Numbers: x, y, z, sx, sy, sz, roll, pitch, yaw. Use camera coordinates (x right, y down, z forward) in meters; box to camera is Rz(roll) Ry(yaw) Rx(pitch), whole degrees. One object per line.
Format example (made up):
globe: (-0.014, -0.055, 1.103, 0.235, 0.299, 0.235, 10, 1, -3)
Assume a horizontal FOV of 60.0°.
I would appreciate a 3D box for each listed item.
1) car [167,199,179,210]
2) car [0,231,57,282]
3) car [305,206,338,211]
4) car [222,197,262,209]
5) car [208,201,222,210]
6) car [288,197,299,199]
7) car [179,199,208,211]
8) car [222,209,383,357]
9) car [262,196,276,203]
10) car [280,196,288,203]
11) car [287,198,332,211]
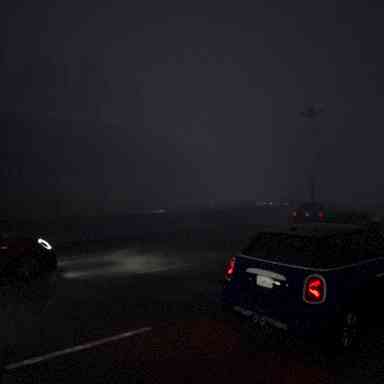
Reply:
car: (-1.517, 1.702, 44.601, 1.812, 1.442, 4.674, 0, 0, 29)
car: (-5.903, 1.390, 8.418, 4.553, 1.767, 2.097, 0, 0, -35)
car: (7.291, 1.561, 15.366, 1.837, 1.490, 4.892, 0, 0, 44)
car: (5.513, 1.615, 35.952, 1.882, 1.535, 5.008, 0, 0, 32)
car: (4.031, 1.720, 40.239, 1.994, 1.385, 4.181, 0, 0, 30)
car: (21.529, 1.806, 68.374, 1.994, 1.385, 4.181, 0, 0, 25)
car: (0.639, 1.726, 41.366, 1.994, 1.385, 4.181, 0, 0, 30)
car: (2.753, 1.376, 6.350, 4.553, 1.767, 2.097, 0, 0, -39)
car: (18.527, 1.755, 78.501, 1.882, 1.535, 5.008, 0, 0, 25)
car: (21.699, 1.747, 77.021, 1.882, 1.535, 5.008, 0, 0, 25)
car: (8.375, 1.433, 21.871, 2.097, 1.767, 4.553, 0, 0, 40)
